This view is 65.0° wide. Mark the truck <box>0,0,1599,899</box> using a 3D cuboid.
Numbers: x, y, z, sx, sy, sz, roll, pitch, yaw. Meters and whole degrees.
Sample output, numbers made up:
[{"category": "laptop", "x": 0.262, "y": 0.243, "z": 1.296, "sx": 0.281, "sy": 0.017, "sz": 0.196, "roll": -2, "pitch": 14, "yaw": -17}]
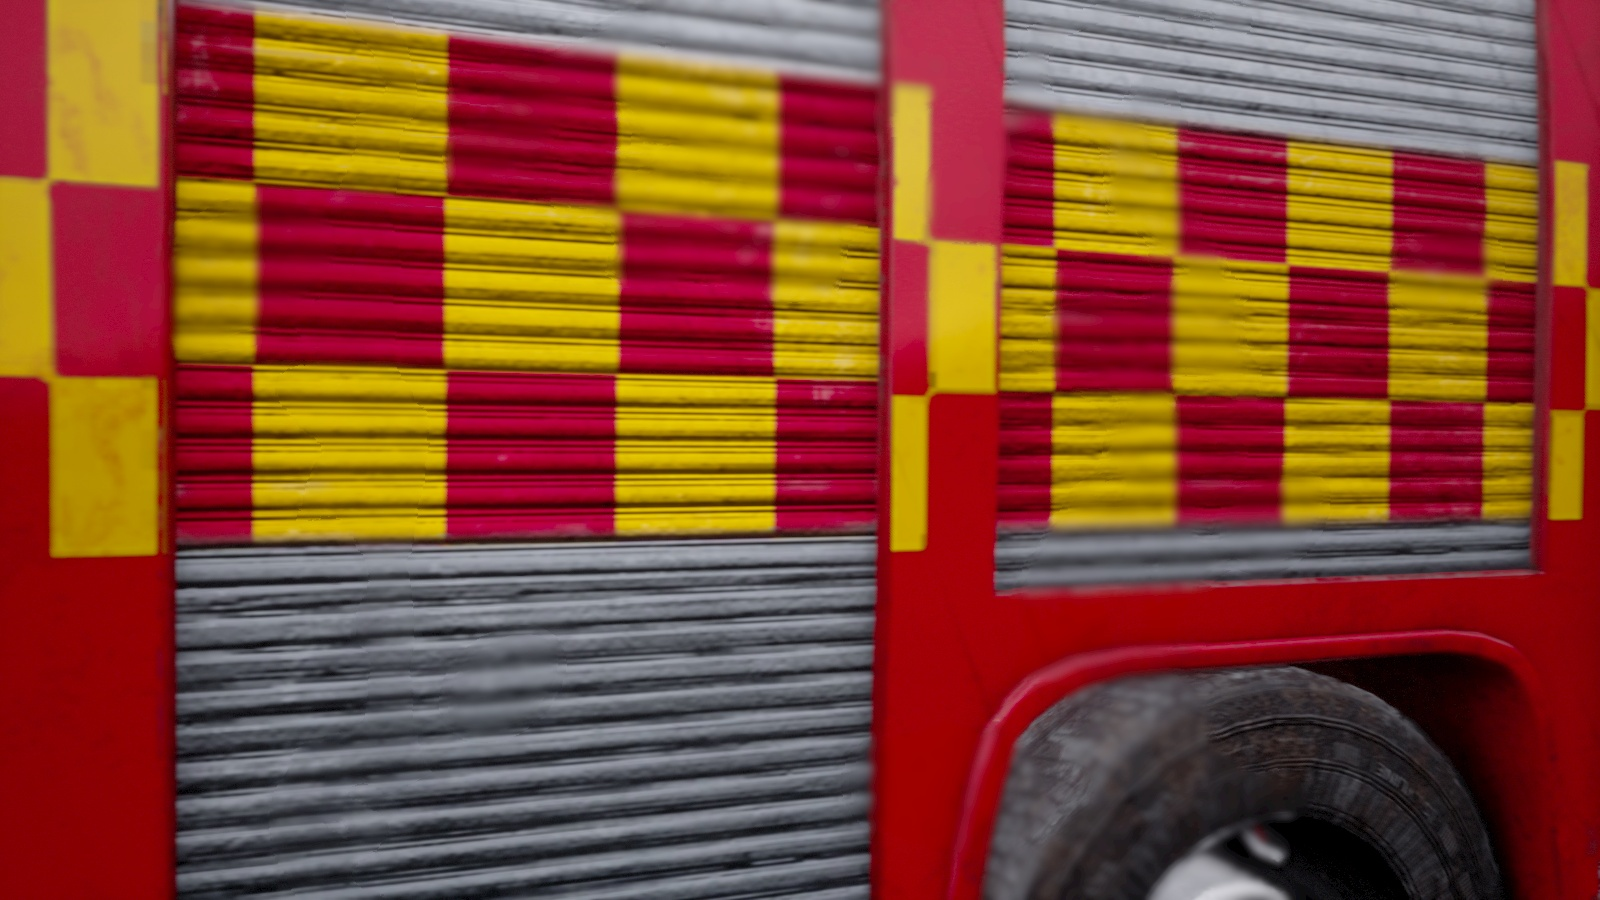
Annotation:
[{"category": "truck", "x": -2.430, "y": -0.362, "z": 2.303, "sx": 8.468, "sy": 3.827, "sz": 2.891, "roll": -1, "pitch": 1, "yaw": -21}]
